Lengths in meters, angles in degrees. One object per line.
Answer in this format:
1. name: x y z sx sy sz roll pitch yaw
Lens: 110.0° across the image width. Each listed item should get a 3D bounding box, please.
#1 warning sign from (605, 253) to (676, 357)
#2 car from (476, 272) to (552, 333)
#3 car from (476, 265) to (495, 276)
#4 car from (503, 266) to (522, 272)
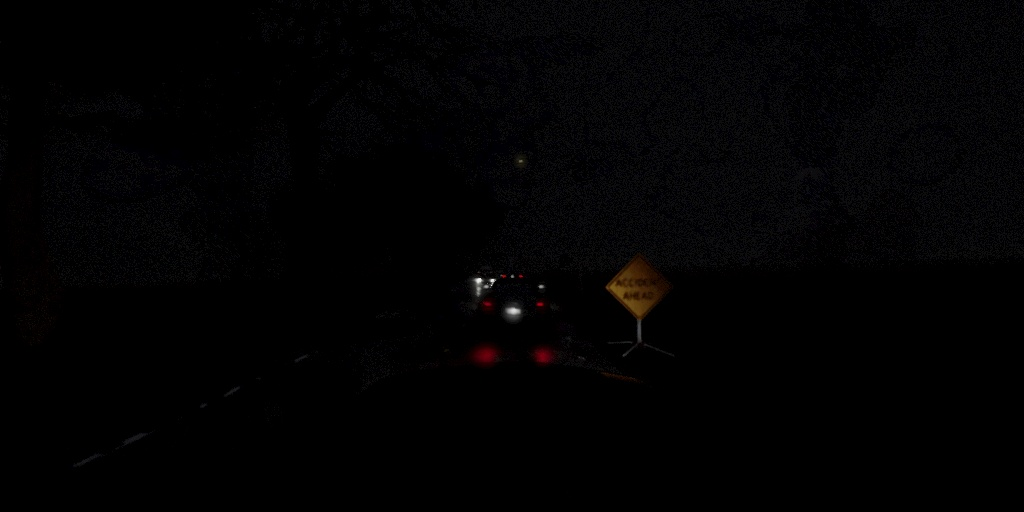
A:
1. warning sign: 2.443 0.872 6.895 1.300 1.860 1.060 0 0 0
2. car: 0.060 1.343 10.801 1.994 1.385 4.181 0 0 0
3. car: -2.911 1.771 40.871 1.812 1.442 4.674 0 -1 0
4. car: 0.040 1.551 28.199 2.033 1.411 5.357 0 -1 0
